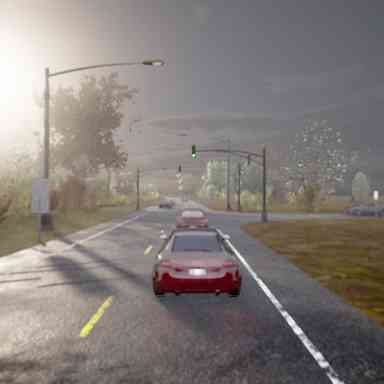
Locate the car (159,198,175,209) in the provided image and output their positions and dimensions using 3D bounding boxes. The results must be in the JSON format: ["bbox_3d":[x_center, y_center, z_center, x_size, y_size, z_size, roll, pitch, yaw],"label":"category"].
[{"bbox_3d":[-4.167,2.002,52.151,1.895,1.301,4.718,0,0,-1],"label":"car"}]

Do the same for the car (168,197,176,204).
[{"bbox_3d":[-4.982,2.112,82.162,1.882,1.535,5.008,0,0,-2],"label":"car"}]

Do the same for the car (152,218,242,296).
[{"bbox_3d":[0.087,1.633,8.854,1.994,1.385,4.181,0,0,-1],"label":"car"}]

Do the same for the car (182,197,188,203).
[{"bbox_3d":[-2.014,2.262,95.357,2.128,1.511,4.902,0,0,-3],"label":"car"}]

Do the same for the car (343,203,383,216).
[{"bbox_3d":[18.672,1.853,35.996,4.181,1.385,1.994,0,0,1],"label":"car"}]

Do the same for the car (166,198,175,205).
[{"bbox_3d":[-4.619,2.030,71.715,1.882,1.535,5.008,0,0,-2],"label":"car"}]

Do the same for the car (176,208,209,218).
[{"bbox_3d":[0.017,1.676,19.476,1.812,1.442,4.674,0,0,-1],"label":"car"}]
